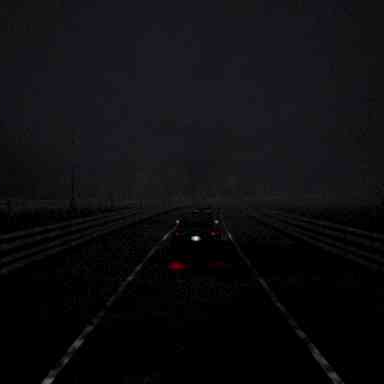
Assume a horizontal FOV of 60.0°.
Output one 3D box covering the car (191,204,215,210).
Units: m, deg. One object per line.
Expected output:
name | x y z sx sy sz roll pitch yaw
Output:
car | 0.915 1.771 29.154 2.128 1.511 4.902 0 0 4

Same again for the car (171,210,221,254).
car | 0.209 1.701 14.240 1.994 1.385 4.181 0 0 2
